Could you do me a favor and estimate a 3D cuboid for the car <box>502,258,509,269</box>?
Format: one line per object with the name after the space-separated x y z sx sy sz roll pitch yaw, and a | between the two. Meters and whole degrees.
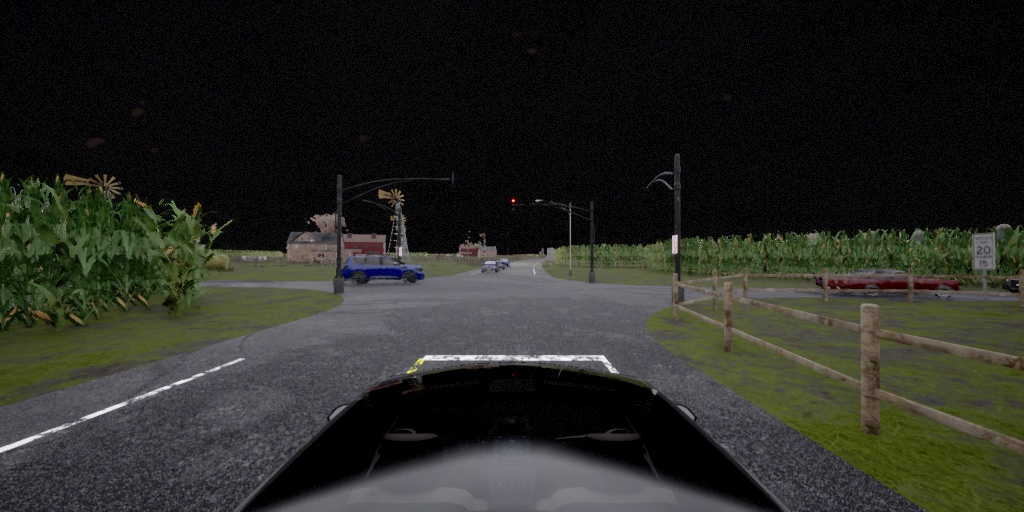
-2.066 1.303 53.904 1.994 1.385 4.181 0 0 5 | car

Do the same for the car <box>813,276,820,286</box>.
20.381 1.401 20.565 4.718 1.301 1.895 0 -1 9 | car

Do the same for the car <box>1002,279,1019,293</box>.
29.349 1.377 19.016 4.181 1.385 1.994 0 -1 10 | car

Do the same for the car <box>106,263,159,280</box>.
-28.236 1.205 25.935 4.892 1.490 1.837 0 -1 10 | car

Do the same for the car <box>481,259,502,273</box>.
-2.595 1.271 43.898 1.812 1.442 4.674 0 0 3 | car

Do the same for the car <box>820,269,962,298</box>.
18.870 1.362 17.918 4.718 1.301 1.895 0 -1 11 | car

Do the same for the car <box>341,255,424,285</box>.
-9.093 0.979 25.472 5.566 2.045 2.150 0 0 -15 | car
